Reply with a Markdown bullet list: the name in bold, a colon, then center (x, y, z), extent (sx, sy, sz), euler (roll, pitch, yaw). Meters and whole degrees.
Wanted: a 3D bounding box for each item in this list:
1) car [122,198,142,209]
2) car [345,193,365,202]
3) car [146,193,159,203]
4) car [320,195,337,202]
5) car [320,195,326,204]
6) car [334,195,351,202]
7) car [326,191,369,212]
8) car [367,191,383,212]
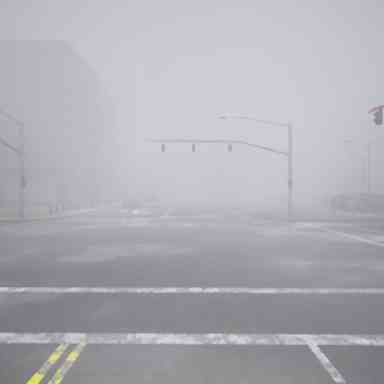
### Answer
- **car**: center (-7.896, 1.485, 43.490), extent (1.812, 1.442, 4.674), euler (0, 0, 0)
- **car**: center (33.584, 1.070, 68.580), extent (1.932, 1.855, 4.605), euler (0, 0, 0)
- **car**: center (-8.022, 1.141, 67.723), extent (2.150, 2.045, 5.566), euler (0, 0, 0)
- **car**: center (28.006, 1.312, 68.521), extent (1.970, 1.475, 3.806), euler (0, 0, 0)
- **car**: center (22.262, 1.330, 53.410), extent (1.970, 1.475, 3.806), euler (0, 0, 0)
- **car**: center (30.901, 1.280, 68.525), extent (1.784, 1.438, 3.905), euler (0, 0, 0)
- **car**: center (16.691, 1.109, 35.988), extent (1.932, 1.855, 4.605), euler (0, 0, 0)
- **car**: center (19.585, 1.112, 35.938), extent (1.905, 1.878, 3.866), euler (0, 0, 0)
